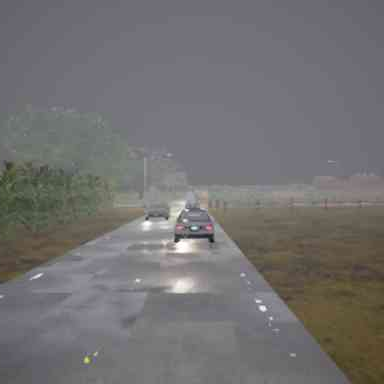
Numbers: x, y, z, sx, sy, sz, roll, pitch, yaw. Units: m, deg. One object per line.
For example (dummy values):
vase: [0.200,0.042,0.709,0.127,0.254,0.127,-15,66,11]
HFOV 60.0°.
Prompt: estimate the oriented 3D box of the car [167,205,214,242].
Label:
car: [0.090,1.563,16.408,2.033,1.411,5.357,0,0,0]

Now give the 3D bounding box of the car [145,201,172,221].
car: [-2.780,1.543,28.062,1.837,1.490,4.892,0,-1,0]

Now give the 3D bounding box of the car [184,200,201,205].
car: [0.076,1.606,38.838,2.033,1.411,5.357,0,0,0]
